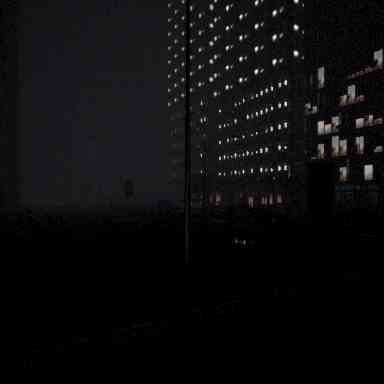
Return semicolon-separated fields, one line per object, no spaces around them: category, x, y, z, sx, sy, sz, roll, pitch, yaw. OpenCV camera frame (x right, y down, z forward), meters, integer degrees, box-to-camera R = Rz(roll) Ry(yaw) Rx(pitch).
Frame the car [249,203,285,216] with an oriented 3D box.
car;8.834;2.068;39.684;1.947;1.339;4.313;-1;-1;-26

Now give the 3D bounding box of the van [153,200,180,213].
van;-3.595;2.005;46.198;1.690;1.788;3.998;-1;-1;-26

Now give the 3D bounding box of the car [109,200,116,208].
car;-15.768;2.731;71.544;1.887;1.381;4.507;-1;-1;-26

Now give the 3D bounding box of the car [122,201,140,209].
car;-10.897;2.525;61.404;2.008;1.369;4.403;-1;-1;-26

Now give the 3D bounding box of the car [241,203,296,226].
car;6.150;1.813;25.916;2.008;1.369;4.403;-1;-1;-26

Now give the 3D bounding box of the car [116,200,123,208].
car;-13.259;2.602;66.321;1.752;1.417;4.829;-1;-1;-26

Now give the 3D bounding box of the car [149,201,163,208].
car;-8.213;2.808;75.171;1.802;1.307;4.206;-1;-1;-26

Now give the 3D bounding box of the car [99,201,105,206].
car;-23.073;3.053;86.751;1.887;1.381;4.507;-1;-1;-26

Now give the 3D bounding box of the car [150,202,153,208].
car;-7.023;2.538;66.729;1.882;1.535;5.008;0;-1;-26

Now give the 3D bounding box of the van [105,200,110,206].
van;-18.206;2.634;76.615;1.690;1.788;3.998;-1;-1;-26

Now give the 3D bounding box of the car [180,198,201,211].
car;-0.552;2.004;53.269;2.150;2.045;5.566;0;-1;-26

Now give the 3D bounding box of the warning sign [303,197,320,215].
warning sign;13.068;1.544;36.424;1.300;1.860;1.060;1;-1;-26

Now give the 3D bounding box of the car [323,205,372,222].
car;13.704;1.854;29.544;2.008;1.369;4.403;-1;-1;-26

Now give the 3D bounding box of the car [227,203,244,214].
car;6.398;2.168;44.754;1.947;1.339;4.313;-1;-1;-26
